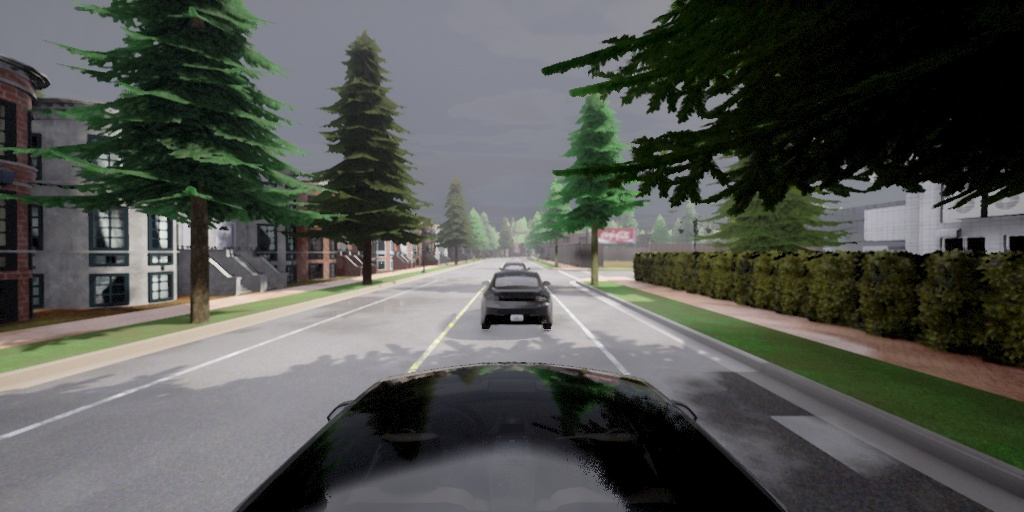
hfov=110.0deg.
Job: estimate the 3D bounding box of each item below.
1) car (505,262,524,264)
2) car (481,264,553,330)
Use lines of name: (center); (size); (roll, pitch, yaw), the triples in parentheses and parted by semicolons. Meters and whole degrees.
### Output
car: (0.159, 1.104, 21.682); (1.812, 1.442, 4.674); (0, 1, 1)
car: (0.128, 1.177, 10.821); (1.837, 1.490, 4.892); (0, 1, 0)
